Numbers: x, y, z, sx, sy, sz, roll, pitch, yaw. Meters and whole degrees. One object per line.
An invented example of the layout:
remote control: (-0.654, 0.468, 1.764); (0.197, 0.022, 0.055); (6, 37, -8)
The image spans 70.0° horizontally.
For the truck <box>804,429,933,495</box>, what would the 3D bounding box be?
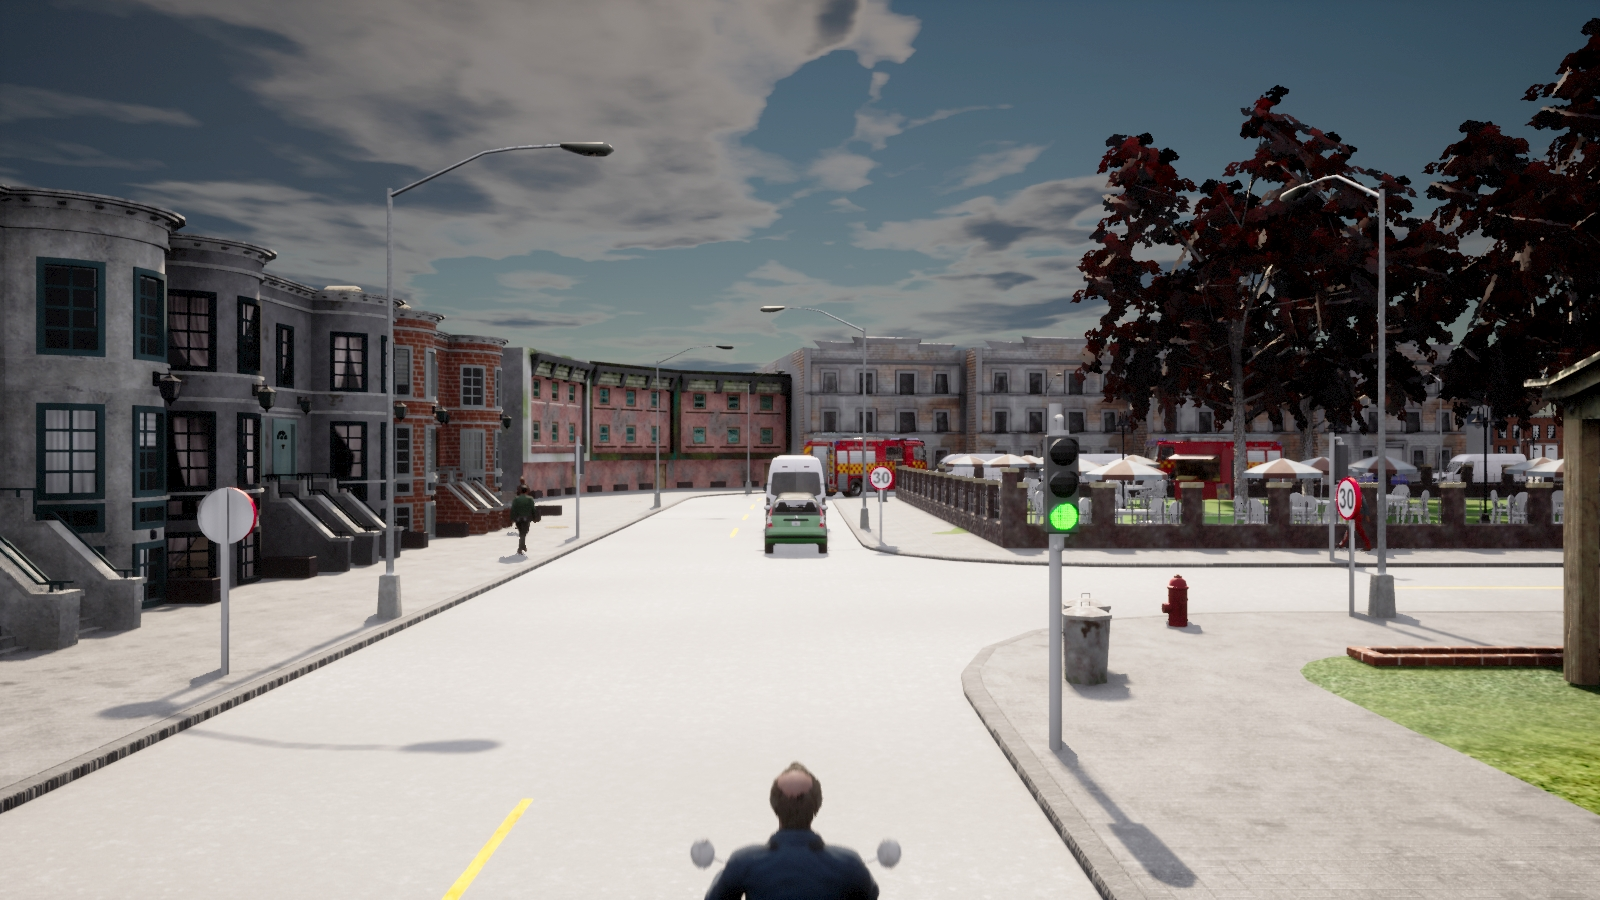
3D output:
truck: (4.295, 0.672, 70.228); (8.468, 3.827, 2.891); (0, 0, -43)

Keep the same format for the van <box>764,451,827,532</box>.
van: (-0.147, 1.315, 39.074); (1.988, 2.561, 5.915); (0, 0, 0)

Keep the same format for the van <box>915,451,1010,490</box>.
van: (10.550, 1.314, 74.428); (5.915, 2.561, 1.988); (0, 0, 0)

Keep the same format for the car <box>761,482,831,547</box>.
car: (-0.119, 1.779, 32.373); (1.851, 1.617, 3.988); (0, 0, 0)

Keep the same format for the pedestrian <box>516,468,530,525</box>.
pedestrian: (-9.072, 1.524, 37.448); (0.375, 1.860, 0.375); (0, 0, 2)

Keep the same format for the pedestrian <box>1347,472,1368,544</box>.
pedestrian: (14.649, 1.517, 30.011); (0.375, 1.860, 0.375); (0, 0, 1)

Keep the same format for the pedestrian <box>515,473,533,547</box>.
pedestrian: (-7.029, 1.524, 29.079); (0.375, 1.860, 0.375); (0, 0, -1)
